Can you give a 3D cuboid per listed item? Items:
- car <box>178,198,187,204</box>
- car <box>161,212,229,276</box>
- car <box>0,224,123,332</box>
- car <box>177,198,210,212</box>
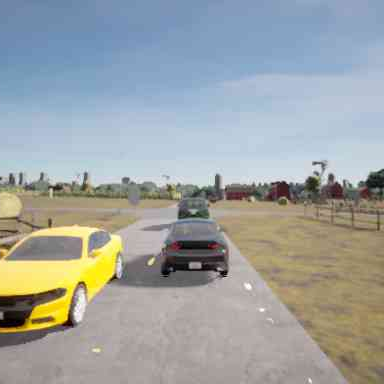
[{"bbox_3d":[-2.486,2.394,85.517,2.128,1.511,4.902,0,-1,0],"label":"car"},{"bbox_3d":[0.089,1.596,10.627,1.837,1.490,4.892,0,-1,0],"label":"car"},{"bbox_3d":[-2.845,1.541,7.325,1.882,1.535,5.008,0,0,0],"label":"car"},{"bbox_3d":[0.093,1.435,23.667,2.150,2.045,5.566,0,-1,0],"label":"car"}]
